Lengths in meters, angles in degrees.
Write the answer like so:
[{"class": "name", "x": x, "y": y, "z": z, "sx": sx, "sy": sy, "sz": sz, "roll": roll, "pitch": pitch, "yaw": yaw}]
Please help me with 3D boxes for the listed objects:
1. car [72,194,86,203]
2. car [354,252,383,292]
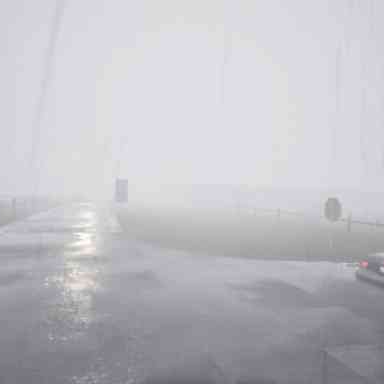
[{"class": "car", "x": -18.475, "y": 1.070, "z": 54.759, "sx": 1.994, "sy": 1.385, "sz": 4.181, "roll": 1, "pitch": 0, "yaw": -15}, {"class": "car", "x": 6.570, "y": 1.825, "z": 7.864, "sx": 5.357, "sy": 1.411, "sz": 2.033, "roll": 2, "pitch": -1, "yaw": -16}]
